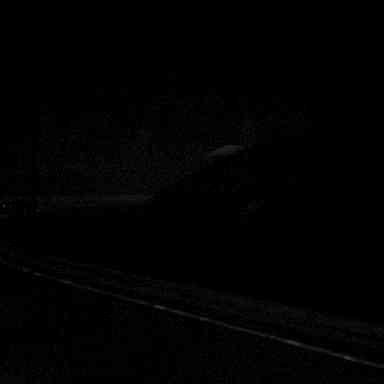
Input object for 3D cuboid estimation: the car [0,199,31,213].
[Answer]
[{"bbox_3d":[-19.457,1.505,37.035,2.033,1.411,5.357,0,0,-1],"label":"car"}]
